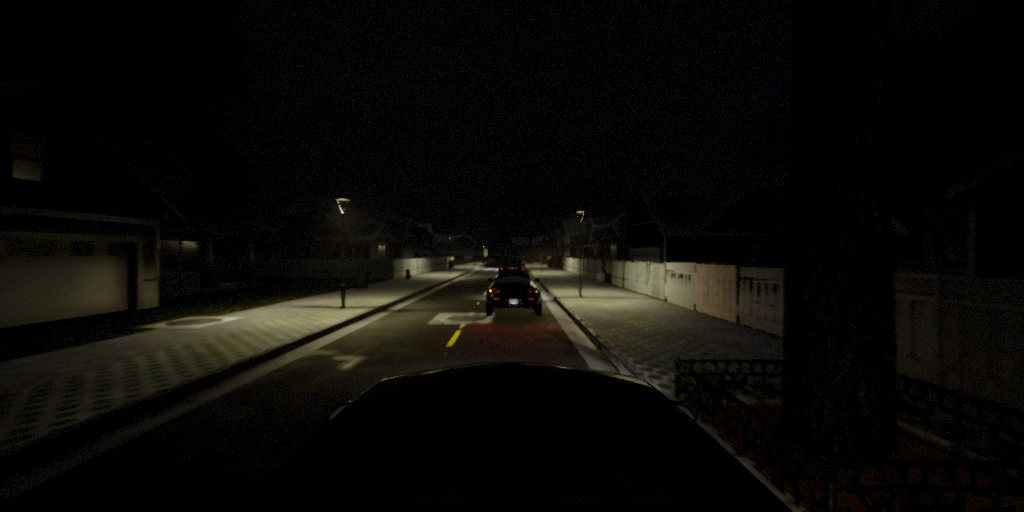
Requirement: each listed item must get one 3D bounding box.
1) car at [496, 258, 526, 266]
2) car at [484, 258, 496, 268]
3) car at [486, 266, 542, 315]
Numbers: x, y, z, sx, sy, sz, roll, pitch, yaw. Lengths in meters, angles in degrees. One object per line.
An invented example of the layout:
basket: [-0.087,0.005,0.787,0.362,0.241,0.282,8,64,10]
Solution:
car: [0.056,0.966,28.492,2.097,1.767,4.553,0,0,0]
car: [-2.847,1.045,51.768,1.994,1.385,4.181,0,0,0]
car: [0.061,1.220,13.106,1.812,1.442,4.674,0,0,0]
